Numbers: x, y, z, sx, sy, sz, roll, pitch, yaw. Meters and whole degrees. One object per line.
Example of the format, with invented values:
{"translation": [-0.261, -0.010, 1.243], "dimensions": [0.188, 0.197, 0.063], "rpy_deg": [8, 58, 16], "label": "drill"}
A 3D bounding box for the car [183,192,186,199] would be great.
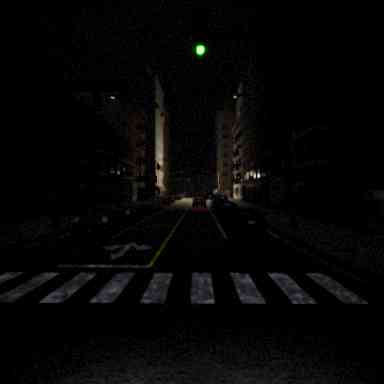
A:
{"translation": [-3.480, 1.341, 90.113], "dimensions": [1.887, 1.381, 4.507], "rpy_deg": [0, 0, 1], "label": "car"}

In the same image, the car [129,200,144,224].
{"translation": [-4.961, 1.372, 23.999], "dimensions": [1.967, 1.590, 4.097], "rpy_deg": [0, 0, 1], "label": "car"}

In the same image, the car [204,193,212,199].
{"translation": [4.666, 1.099, 95.443], "dimensions": [2.192, 1.841, 5.009], "rpy_deg": [0, 0, 1], "label": "car"}

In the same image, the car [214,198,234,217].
{"translation": [3.185, 1.496, 29.330], "dimensions": [1.802, 1.307, 4.206], "rpy_deg": [0, 0, 1], "label": "car"}

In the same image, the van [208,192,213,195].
{"translation": [3.678, 1.205, 51.366], "dimensions": [1.690, 1.788, 3.998], "rpy_deg": [0, 0, 1], "label": "van"}

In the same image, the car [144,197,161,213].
{"translation": [-4.715, 1.484, 35.018], "dimensions": [1.802, 1.307, 4.206], "rpy_deg": [0, 0, 1], "label": "car"}

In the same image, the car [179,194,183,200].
{"translation": [-3.727, 1.399, 79.094], "dimensions": [1.802, 1.307, 4.206], "rpy_deg": [0, 0, 1], "label": "car"}

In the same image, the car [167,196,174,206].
{"translation": [-4.345, 1.306, 51.546], "dimensions": [1.967, 1.590, 4.097], "rpy_deg": [0, 0, 1], "label": "car"}

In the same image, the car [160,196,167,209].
{"translation": [-4.591, 1.439, 40.527], "dimensions": [2.008, 1.369, 4.403], "rpy_deg": [0, 0, 1], "label": "car"}

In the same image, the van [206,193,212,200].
{"translation": [4.543, 1.136, 89.933], "dimensions": [1.690, 1.788, 3.998], "rpy_deg": [0, 0, 1], "label": "van"}

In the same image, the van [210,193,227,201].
{"translation": [3.431, 1.227, 40.347], "dimensions": [1.690, 1.788, 3.998], "rpy_deg": [0, 0, 1], "label": "van"}

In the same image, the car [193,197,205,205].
{"translation": [1.150, 1.457, 56.058], "dimensions": [1.895, 1.301, 4.718], "rpy_deg": [0, 0, 1], "label": "car"}

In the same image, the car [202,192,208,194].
{"translation": [3.779, 1.055, 72.302], "dimensions": [2.150, 2.045, 5.566], "rpy_deg": [0, 0, 1], "label": "car"}

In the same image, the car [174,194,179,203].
{"translation": [-4.098, 1.397, 62.565], "dimensions": [2.008, 1.369, 4.403], "rpy_deg": [0, 0, 1], "label": "car"}

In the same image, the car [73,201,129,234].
{"translation": [-5.085, 1.388, 18.490], "dimensions": [1.967, 1.590, 4.097], "rpy_deg": [0, 0, 1], "label": "car"}

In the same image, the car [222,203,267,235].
{"translation": [2.938, 1.512, 18.310], "dimensions": [1.947, 1.339, 4.313], "rpy_deg": [0, 0, 1], "label": "car"}

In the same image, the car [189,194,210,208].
{"translation": [1.011, 1.367, 45.587], "dimensions": [2.128, 1.511, 4.902], "rpy_deg": [0, 0, 1], "label": "car"}

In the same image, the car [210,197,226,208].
{"translation": [3.555, 1.425, 45.857], "dimensions": [2.008, 1.369, 4.403], "rpy_deg": [0, 0, 1], "label": "car"}

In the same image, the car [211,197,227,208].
{"translation": [3.308, 1.466, 34.839], "dimensions": [1.947, 1.339, 4.313], "rpy_deg": [0, 0, 1], "label": "car"}
